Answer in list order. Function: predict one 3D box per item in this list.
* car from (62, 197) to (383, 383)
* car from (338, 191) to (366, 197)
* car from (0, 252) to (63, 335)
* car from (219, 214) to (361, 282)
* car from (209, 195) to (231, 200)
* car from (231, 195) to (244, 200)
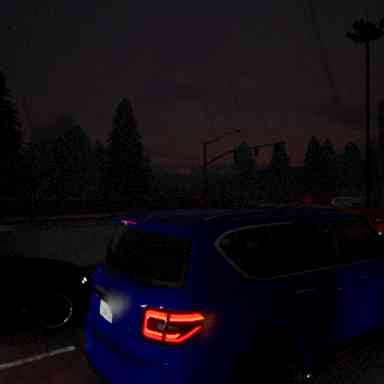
[{"bbox_3d":[1.375,1.204,4.712,5.566,2.045,2.150,-1,0,-35],"label":"car"},{"bbox_3d":[18.405,0.951,38.384,5.566,2.045,2.150,-1,0,-36],"label":"car"},{"bbox_3d":[-3.750,1.564,5.362,4.181,1.385,1.994,0,0,-36],"label":"car"},{"bbox_3d":[3.092,1.512,10.228,4.181,1.385,1.994,-1,0,-34],"label":"car"},{"bbox_3d":[3.150,1.377,49.132,1.895,1.301,4.718,-1,0,-36],"label":"car"},{"bbox_3d":[6.396,1.241,50.612,2.128,1.511,4.902,-1,0,-35],"label":"car"}]
